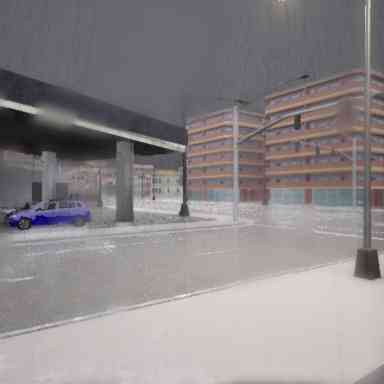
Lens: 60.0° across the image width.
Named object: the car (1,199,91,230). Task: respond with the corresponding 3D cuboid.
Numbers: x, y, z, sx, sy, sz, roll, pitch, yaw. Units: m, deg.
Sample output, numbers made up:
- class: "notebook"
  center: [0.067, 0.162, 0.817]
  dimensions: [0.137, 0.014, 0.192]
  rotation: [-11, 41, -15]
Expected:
- class: "car"
  center: [-8.393, 1.250, 19.634]
  dimensions: [4.611, 1.667, 2.242]
  rotation: [0, 0, -35]
